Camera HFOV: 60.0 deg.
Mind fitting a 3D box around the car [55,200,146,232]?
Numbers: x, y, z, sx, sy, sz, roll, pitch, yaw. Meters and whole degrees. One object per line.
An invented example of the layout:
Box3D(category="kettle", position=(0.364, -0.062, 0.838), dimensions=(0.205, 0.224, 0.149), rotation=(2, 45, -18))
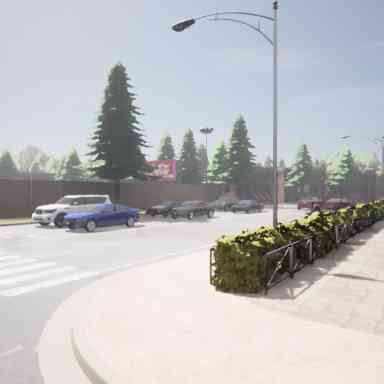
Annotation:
Box3D(category="car", position=(-5.459, 1.477, 20.532), dimensions=(1.882, 1.535, 5.008), rotation=(0, 0, 36))

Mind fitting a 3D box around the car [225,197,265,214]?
Box3D(category="car", position=(6.147, 1.547, 36.442), dimensions=(2.033, 1.411, 5.357), rotation=(0, 0, 36))

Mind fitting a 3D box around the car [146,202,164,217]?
Box3D(category="car", position=(-1.988, 1.547, 31.275), dimensions=(2.033, 1.411, 5.357), rotation=(0, 0, 36))

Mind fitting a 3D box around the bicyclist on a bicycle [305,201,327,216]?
Box3D(category="bicyclist on a bicycle", position=(6.520, 1.301, 17.493), dimensions=(1.656, 1.620, 0.582), rotation=(0, 0, 36))

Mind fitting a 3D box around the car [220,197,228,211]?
Box3D(category="car", position=(4.031, 1.351, 39.419), dimensions=(2.097, 1.767, 4.553), rotation=(0, 0, 37))

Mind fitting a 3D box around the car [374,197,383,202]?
Box3D(category="car", position=(28.701, 1.491, 48.616), dimensions=(4.902, 1.511, 2.128), rotation=(0, 0, -30))

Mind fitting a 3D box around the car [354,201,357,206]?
Box3D(category="car", position=(22.430, 1.564, 49.023), dimensions=(4.181, 1.385, 1.994), rotation=(0, 0, -34))

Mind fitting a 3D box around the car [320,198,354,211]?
Box3D(category="car", position=(17.059, 1.477, 38.926), dimensions=(1.882, 1.535, 5.008), rotation=(0, 0, 39))

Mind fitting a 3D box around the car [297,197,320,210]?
Box3D(category="car", position=(15.099, 1.352, 42.041), dimensions=(2.097, 1.767, 4.553), rotation=(0, 0, 41))

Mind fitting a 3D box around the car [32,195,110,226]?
Box3D(category="car", position=(-8.003, 1.221, 22.988), dimensions=(2.150, 2.045, 5.566), rotation=(0, 0, 36))

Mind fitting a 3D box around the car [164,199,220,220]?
Box3D(category="car", position=(0.100, 1.504, 28.182), dimensions=(1.837, 1.490, 4.892), rotation=(0, 0, 36))
